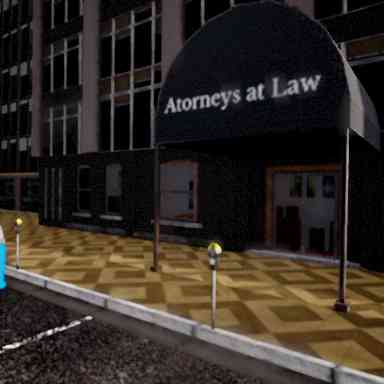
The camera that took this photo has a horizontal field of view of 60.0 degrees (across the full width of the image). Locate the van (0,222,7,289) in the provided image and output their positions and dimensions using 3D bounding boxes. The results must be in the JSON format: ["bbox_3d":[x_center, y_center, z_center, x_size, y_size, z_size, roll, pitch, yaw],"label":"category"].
[{"bbox_3d":[-5.400,1.178,6.720,3.998,1.788,1.690,1,1,35],"label":"van"}]
